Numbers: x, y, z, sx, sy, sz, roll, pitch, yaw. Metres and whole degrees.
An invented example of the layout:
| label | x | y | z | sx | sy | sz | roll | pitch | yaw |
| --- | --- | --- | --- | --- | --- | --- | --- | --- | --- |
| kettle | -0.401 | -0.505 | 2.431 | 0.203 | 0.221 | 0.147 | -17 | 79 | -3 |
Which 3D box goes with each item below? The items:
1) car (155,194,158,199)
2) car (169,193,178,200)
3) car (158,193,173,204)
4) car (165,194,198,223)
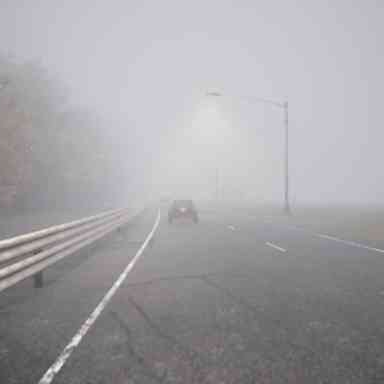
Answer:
| label | x | y | z | sx | sy | sz | roll | pitch | yaw |
| --- | --- | --- | --- | --- | --- | --- | --- | --- | --- |
| car | -9.104 | 1.192 | 91.786 | 1.812 | 1.442 | 4.674 | 0 | 0 | -8 |
| car | -4.960 | 1.145 | 87.309 | 1.882 | 1.535 | 5.008 | 0 | 0 | -8 |
| car | -4.746 | 1.303 | 60.625 | 1.837 | 1.490 | 4.892 | 0 | 0 | -8 |
| car | -0.762 | 1.285 | 25.156 | 2.097 | 1.767 | 4.553 | 0 | 0 | -4 |
